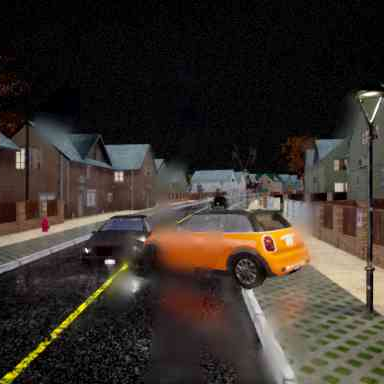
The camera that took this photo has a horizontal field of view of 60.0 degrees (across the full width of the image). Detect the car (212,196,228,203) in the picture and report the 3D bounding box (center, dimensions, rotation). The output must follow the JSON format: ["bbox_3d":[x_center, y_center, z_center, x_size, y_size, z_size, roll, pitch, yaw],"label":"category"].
[{"bbox_3d":[3.705,1.280,44.148,1.812,1.442,4.674,0,1,11],"label":"car"}]

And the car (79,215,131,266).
[{"bbox_3d":[-2.252,1.529,11.824,2.033,1.411,5.357,0,0,0],"label":"car"}]

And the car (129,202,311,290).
[{"bbox_3d":[0.649,1.270,8.950,4.553,1.767,2.097,-5,-3,43],"label":"car"}]
